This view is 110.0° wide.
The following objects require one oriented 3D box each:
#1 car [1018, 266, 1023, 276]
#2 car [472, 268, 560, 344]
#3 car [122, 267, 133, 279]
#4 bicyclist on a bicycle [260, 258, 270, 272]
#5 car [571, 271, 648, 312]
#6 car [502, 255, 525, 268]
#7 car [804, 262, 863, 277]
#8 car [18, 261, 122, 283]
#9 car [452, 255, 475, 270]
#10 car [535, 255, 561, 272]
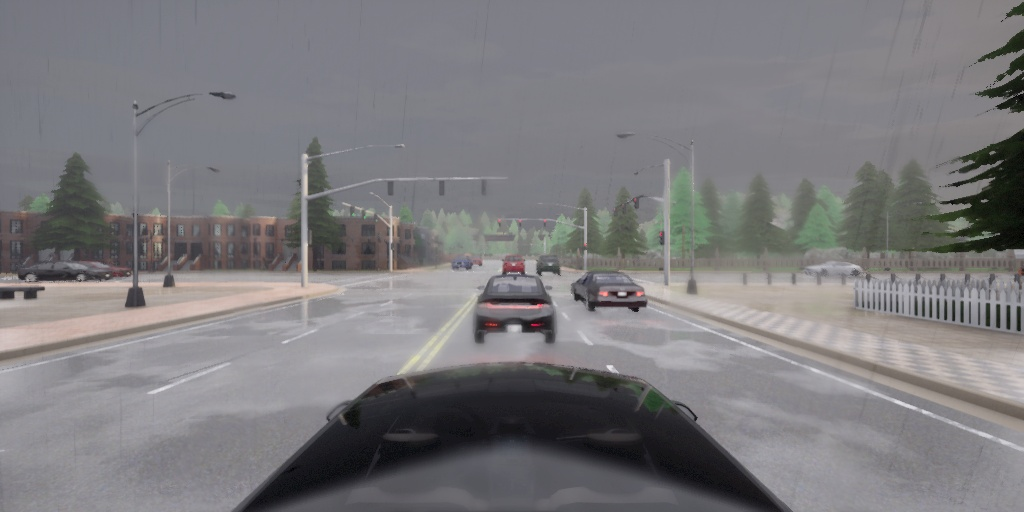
[{"bbox_3d":[51.060,1.086,33.774,4.553,1.767,2.097,0,0,0],"label":"car"},{"bbox_3d":[0.080,1.236,9.565,2.128,1.511,4.902,0,0,1],"label":"car"},{"bbox_3d":[-34.943,1.205,29.879,5.008,1.535,1.882,0,0,-11],"label":"car"},{"bbox_3d":[-28.730,1.022,41.699,0.582,1.620,1.656,0,0,-1],"label":"bicyclist on a bicycle"},{"bbox_3d":[3.611,1.288,14.200,2.033,1.411,5.357,0,0,0],"label":"car"},{"bbox_3d":[0.178,0.945,36.939,2.150,2.045,5.566,0,0,0],"label":"car"},{"bbox_3d":[30.348,1.252,33.919,4.674,1.442,1.812,0,0,0],"label":"car"},{"bbox_3d":[-32.993,1.208,26.670,5.008,1.535,1.882,0,0,-9],"label":"car"},{"bbox_3d":[-6.966,0.934,50.287,2.150,2.045,5.566,0,0,1],"label":"car"},{"bbox_3d":[3.678,0.945,36.938,2.150,2.045,5.566,0,0,0],"label":"car"}]
